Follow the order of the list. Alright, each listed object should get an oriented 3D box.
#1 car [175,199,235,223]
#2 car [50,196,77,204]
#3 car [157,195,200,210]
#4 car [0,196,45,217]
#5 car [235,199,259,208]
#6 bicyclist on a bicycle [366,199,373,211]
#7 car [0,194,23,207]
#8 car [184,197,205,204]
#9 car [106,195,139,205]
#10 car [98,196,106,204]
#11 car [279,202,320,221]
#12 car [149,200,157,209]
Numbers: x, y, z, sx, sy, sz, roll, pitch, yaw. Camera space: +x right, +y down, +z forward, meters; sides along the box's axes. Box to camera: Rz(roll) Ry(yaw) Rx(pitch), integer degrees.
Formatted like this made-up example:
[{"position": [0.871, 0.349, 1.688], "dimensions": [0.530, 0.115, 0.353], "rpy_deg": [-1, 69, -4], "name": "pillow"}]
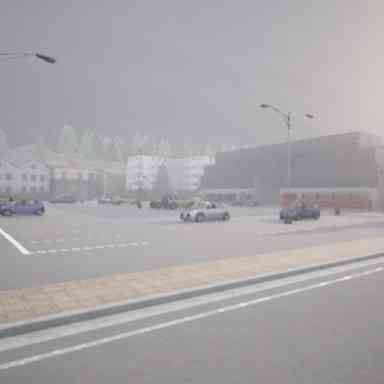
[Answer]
[{"position": [1.019, 1.529, 25.488], "dimensions": [3.806, 1.475, 1.970], "rpy_deg": [1, 0, -35], "name": "car"}, {"position": [-22.864, 1.447, 59.286], "dimensions": [4.514, 1.523, 2.007], "rpy_deg": [1, 0, -35], "name": "car"}, {"position": [-1.718, 1.315, 42.610], "dimensions": [4.605, 1.855, 1.932], "rpy_deg": [1, 0, -35], "name": "car"}, {"position": [-14.859, 1.364, 29.027], "dimensions": [3.633, 1.501, 1.845], "rpy_deg": [1, 0, -35], "name": "car"}, {"position": [9.067, 1.911, 57.290], "dimensions": [2.033, 1.411, 5.357], "rpy_deg": [1, 0, -35], "name": "car"}, {"position": [23.312, 1.697, 43.674], "dimensions": [1.656, 1.620, 0.582], "rpy_deg": [0, 0, -35], "name": "bicyclist on a bicycle"}, {"position": [-27.094, 1.153, 47.864], "dimensions": [4.605, 1.855, 1.932], "rpy_deg": [1, 0, -35], "name": "car"}, {"position": [0.546, 1.774, 69.493], "dimensions": [1.837, 1.490, 4.892], "rpy_deg": [1, 0, -35], "name": "car"}, {"position": [-11.047, 1.370, 55.244], "dimensions": [5.027, 1.636, 2.152], "rpy_deg": [1, 0, -35], "name": "car"}, {"position": [-14.987, 1.446, 60.320], "dimensions": [3.806, 1.475, 1.970], "rpy_deg": [1, 0, -35], "name": "car"}, {"position": [8.809, 1.587, 27.294], "dimensions": [3.633, 1.501, 1.845], "rpy_deg": [1, 0, -35], "name": "car"}, {"position": [-3.720, 1.291, 44.756], "dimensions": [3.866, 1.878, 1.905], "rpy_deg": [1, 0, -35], "name": "car"}]
